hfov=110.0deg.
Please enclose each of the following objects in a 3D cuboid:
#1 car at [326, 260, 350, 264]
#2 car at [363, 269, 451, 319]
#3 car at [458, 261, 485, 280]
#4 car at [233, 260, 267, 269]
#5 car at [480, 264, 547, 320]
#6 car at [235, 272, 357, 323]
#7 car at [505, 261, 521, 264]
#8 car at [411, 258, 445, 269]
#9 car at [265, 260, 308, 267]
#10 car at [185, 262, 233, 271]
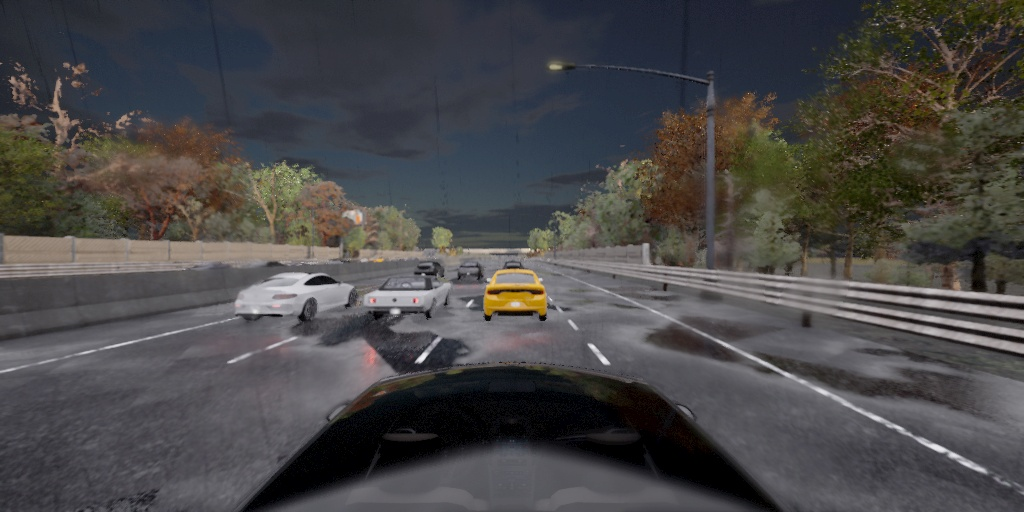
[{"bbox_3d":[-17.584,1.189,35.895,1.837,1.490,4.892,0,0,0],"label":"car"},{"bbox_3d":[-3.395,1.325,12.670,1.895,1.301,4.718,0,0,0],"label":"car"},{"bbox_3d":[-3.394,1.183,30.240,2.128,1.511,4.902,0,0,0],"label":"car"},{"bbox_3d":[-24.583,1.163,35.587,1.882,1.535,5.008,0,0,0],"label":"car"},{"bbox_3d":[0.102,1.202,12.564,1.882,1.535,5.008,0,0,0],"label":"car"},{"bbox_3d":[-6.898,1.252,11.965,1.812,1.442,4.674,0,0,0],"label":"car"},{"bbox_3d":[0.106,1.196,30.284,1.837,1.490,4.892,0,0,0],"label":"car"},{"bbox_3d":[-6.894,1.196,30.315,1.837,1.490,4.892,0,0,0],"label":"car"},{"bbox_3d":[-21.089,1.287,34.643,1.895,1.301,4.718,0,0,0],"label":"car"},{"bbox_3d":[-28.082,1.253,33.488,1.994,1.385,4.181,0,0,0],"label":"car"}]
